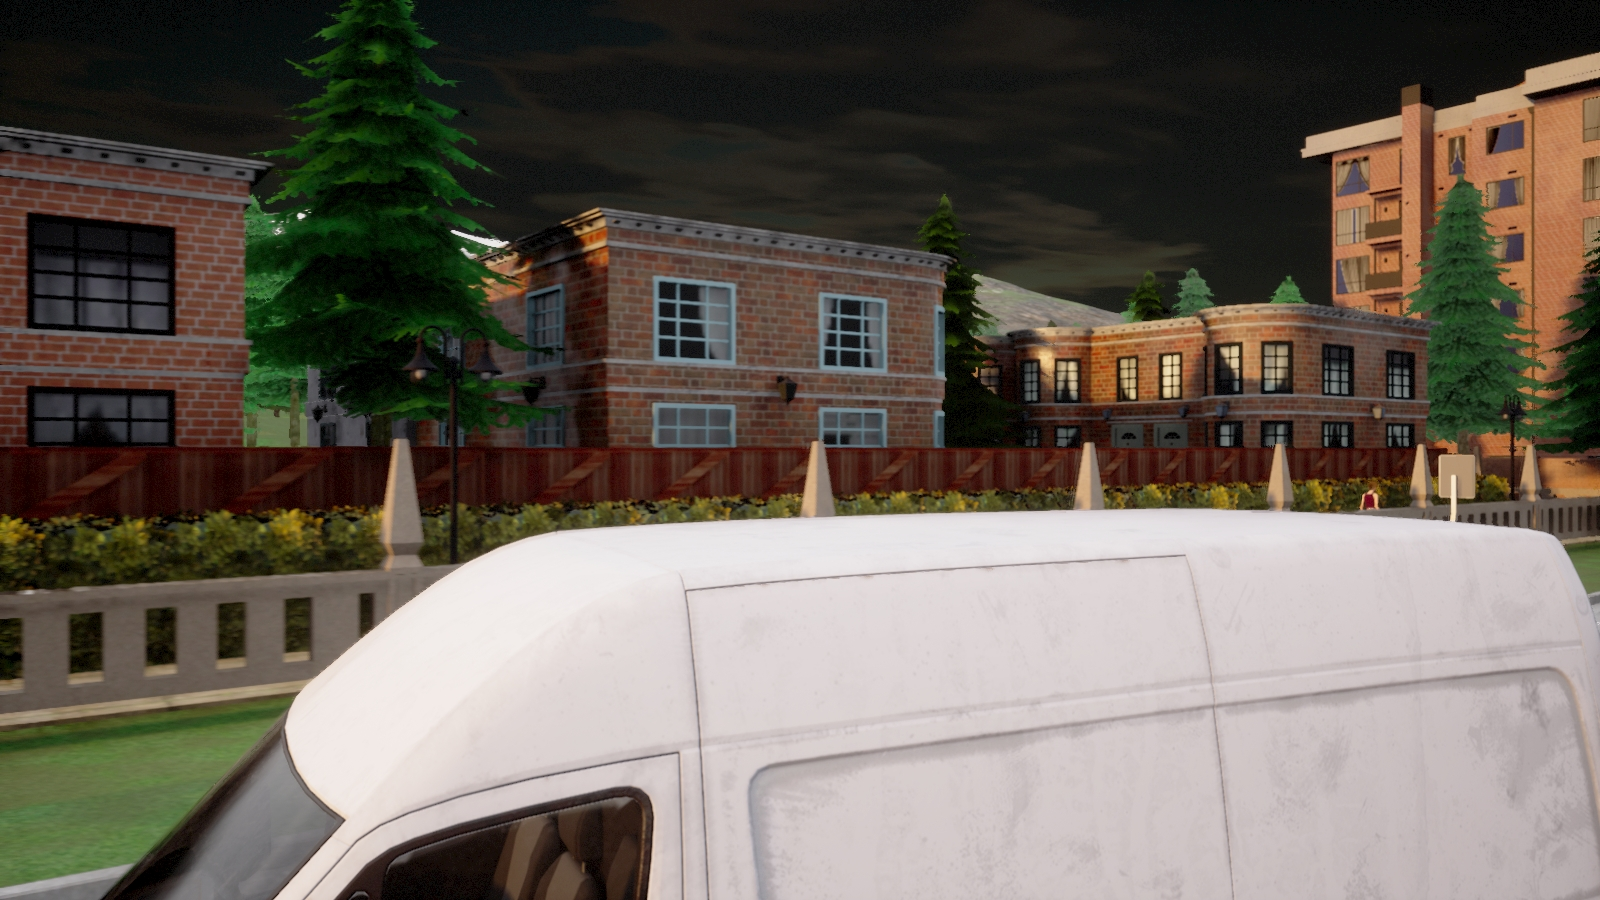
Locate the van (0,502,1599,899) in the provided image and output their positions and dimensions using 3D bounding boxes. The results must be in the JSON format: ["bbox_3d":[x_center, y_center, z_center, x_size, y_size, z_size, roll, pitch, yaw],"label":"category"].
[{"bbox_3d":[-0.090,1.535,3.594,5.915,2.561,1.988,0,0,-24],"label":"van"}]

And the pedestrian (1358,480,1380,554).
[{"bbox_3d":[14.462,1.699,29.028,0.375,1.860,0.375,0,0,-36],"label":"pedestrian"}]
